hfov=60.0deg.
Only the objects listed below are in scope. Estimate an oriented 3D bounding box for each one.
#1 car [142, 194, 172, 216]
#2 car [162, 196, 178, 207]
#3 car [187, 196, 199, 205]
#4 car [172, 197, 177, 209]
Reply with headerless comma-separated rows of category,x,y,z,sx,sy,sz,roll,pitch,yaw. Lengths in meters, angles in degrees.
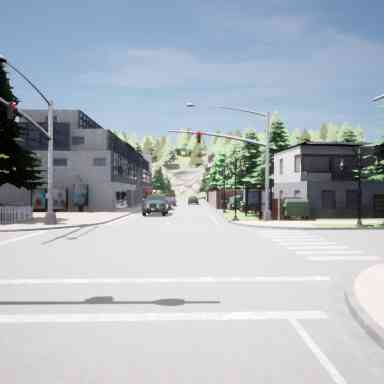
car,-3.519,1.221,32.654,2.150,2.045,5.566,0,0,0
car,-3.448,1.492,52.972,2.128,1.511,4.902,0,0,0
car,0.251,1.505,59.507,1.837,1.490,4.892,0,0,0
car,-3.491,1.492,42.704,2.128,1.511,4.902,0,0,0
